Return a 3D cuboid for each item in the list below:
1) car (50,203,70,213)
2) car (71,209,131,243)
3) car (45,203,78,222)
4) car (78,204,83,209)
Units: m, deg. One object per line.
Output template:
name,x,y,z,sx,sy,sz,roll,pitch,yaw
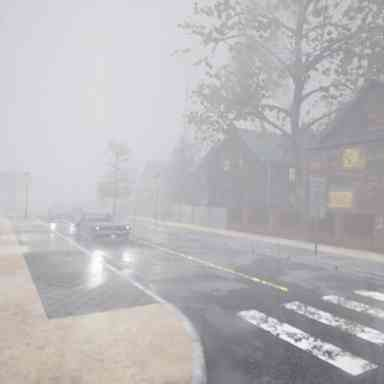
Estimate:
car,-19.082,2.218,47.902,1.895,1.301,4.718,2,-2,-30
car,-4.773,1.791,17.454,1.895,1.301,4.718,2,-2,-30
car,-11.716,1.845,29.475,1.812,1.442,4.674,2,-2,-29
car,-14.100,2.036,39.388,1.812,1.442,4.674,2,-2,-30
